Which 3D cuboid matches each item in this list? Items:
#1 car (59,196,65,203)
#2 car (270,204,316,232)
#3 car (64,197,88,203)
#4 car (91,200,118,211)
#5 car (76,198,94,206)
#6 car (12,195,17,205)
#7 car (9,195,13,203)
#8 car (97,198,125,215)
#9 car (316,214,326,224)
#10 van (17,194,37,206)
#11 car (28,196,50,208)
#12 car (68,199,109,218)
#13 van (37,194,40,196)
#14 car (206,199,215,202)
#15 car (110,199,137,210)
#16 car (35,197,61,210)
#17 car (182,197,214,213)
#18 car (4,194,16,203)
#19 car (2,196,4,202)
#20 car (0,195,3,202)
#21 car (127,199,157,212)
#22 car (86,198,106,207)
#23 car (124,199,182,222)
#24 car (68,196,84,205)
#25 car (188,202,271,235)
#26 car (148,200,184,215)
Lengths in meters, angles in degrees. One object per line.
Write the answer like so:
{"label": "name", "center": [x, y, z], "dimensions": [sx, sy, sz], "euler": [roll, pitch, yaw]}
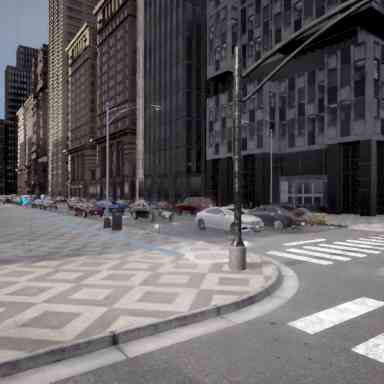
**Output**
{"label": "car", "center": [-28.789, 1.667, 73.006], "dimensions": [1.967, 1.590, 4.097], "euler": [0, 0, -35]}
{"label": "car", "center": [4.869, 1.547, 20.795], "dimensions": [1.837, 1.490, 4.892], "euler": [-1, 0, -36]}
{"label": "car", "center": [-14.392, 1.673, 42.562], "dimensions": [1.994, 1.385, 4.181], "euler": [0, 0, -37]}
{"label": "car", "center": [-11.637, 1.720, 44.146], "dimensions": [1.895, 1.301, 4.718], "euler": [0, 0, -35]}
{"label": "car", "center": [-19.086, 1.758, 59.285], "dimensions": [1.802, 1.307, 4.206], "euler": [0, 0, -35]}
{"label": "car", "center": [-32.408, 1.704, 63.359], "dimensions": [1.752, 1.417, 4.829], "euler": [0, 0, -35]}
{"label": "car", "center": [-35.741, 1.778, 68.071], "dimensions": [1.802, 1.307, 4.206], "euler": [0, 0, -35]}
{"label": "car", "center": [-8.705, 1.559, 34.473], "dimensions": [1.882, 1.535, 5.008], "euler": [0, 0, -35]}
{"label": "car", "center": [6.692, 1.578, 22.836], "dimensions": [1.752, 1.417, 4.829], "euler": [0, 0, -35]}
{"label": "van", "center": [-29.272, 1.503, 58.924], "dimensions": [1.690, 1.788, 3.998], "euler": [0, 0, -35]}
{"label": "car", "center": [-22.802, 1.711, 49.776], "dimensions": [1.802, 1.307, 4.206], "euler": [0, 0, -35]}
{"label": "car", "center": [-9.864, 1.612, 31.481], "dimensions": [1.887, 1.381, 4.507], "euler": [0, 0, -35]}
{"label": "van", "center": [-38.493, 1.620, 86.727], "dimensions": [1.690, 1.788, 3.998], "euler": [0, 0, -35]}
{"label": "car", "center": [3.458, 1.593, 27.409], "dimensions": [1.752, 1.417, 4.829], "euler": [0, 0, -35]}
{"label": "car", "center": [-9.383, 1.679, 45.565], "dimensions": [2.008, 1.369, 4.403], "euler": [0, 0, -35]}
{"label": "car", "center": [-19.568, 1.695, 45.202], "dimensions": [1.802, 1.307, 4.206], "euler": [0, 0, -35]}
{"label": "car", "center": [0.321, 1.397, 31.844], "dimensions": [2.192, 1.841, 5.009], "euler": [0, 0, -35]}
{"label": "car", "center": [-38.976, 1.528, 72.646], "dimensions": [2.192, 1.841, 5.009], "euler": [0, 0, -35]}
{"label": "car", "center": [-42.211, 1.812, 77.219], "dimensions": [1.802, 1.307, 4.206], "euler": [0, 0, -35]}
{"label": "car", "center": [-45.445, 1.688, 81.793], "dimensions": [1.967, 1.590, 4.097], "euler": [0, 0, -35]}
{"label": "car", "center": [-6.246, 1.639, 41.130], "dimensions": [1.752, 1.417, 4.829], "euler": [0, 0, -35]}
{"label": "car", "center": [-15.851, 1.726, 54.712], "dimensions": [1.947, 1.339, 4.313], "euler": [0, 0, -35]}
{"label": "car", "center": [-3.262, 1.547, 26.764], "dimensions": [2.128, 1.511, 4.902], "euler": [0, 0, -35]}
{"label": "car", "center": [-22.320, 1.633, 63.859], "dimensions": [1.967, 1.590, 4.097], "euler": [0, 0, -35]}
{"label": "car", "center": [2.024, 1.557, 19.251], "dimensions": [1.812, 1.442, 4.674], "euler": [0, 0, -37]}
{"label": "car", "center": [-2.913, 1.642, 36.417], "dimensions": [1.887, 1.381, 4.507], "euler": [0, 0, -35]}
